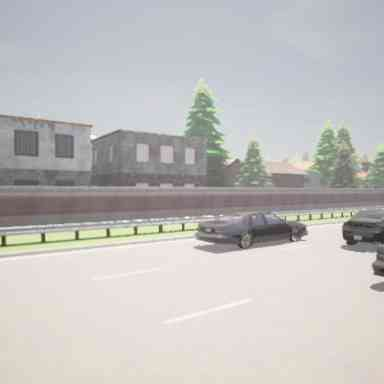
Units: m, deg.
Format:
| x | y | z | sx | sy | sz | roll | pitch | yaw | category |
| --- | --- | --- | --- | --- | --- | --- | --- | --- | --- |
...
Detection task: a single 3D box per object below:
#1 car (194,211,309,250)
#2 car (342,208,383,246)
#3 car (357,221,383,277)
| x | y | z | sx | sy | sz | roll | pitch | yaw | category |
| --- | --- | --- | --- | --- | --- | --- | --- | --- | --- |
| 2.661 | 1.514 | 14.262 | 5.357 | 1.411 | 2.033 | 0 | 0 | -35 | car |
| 8.205 | 1.457 | 13.908 | 4.892 | 1.490 | 1.837 | 0 | 0 | -35 | car |
| 6.726 | 1.514 | 8.562 | 5.357 | 1.411 | 2.033 | 0 | 0 | -35 | car |
